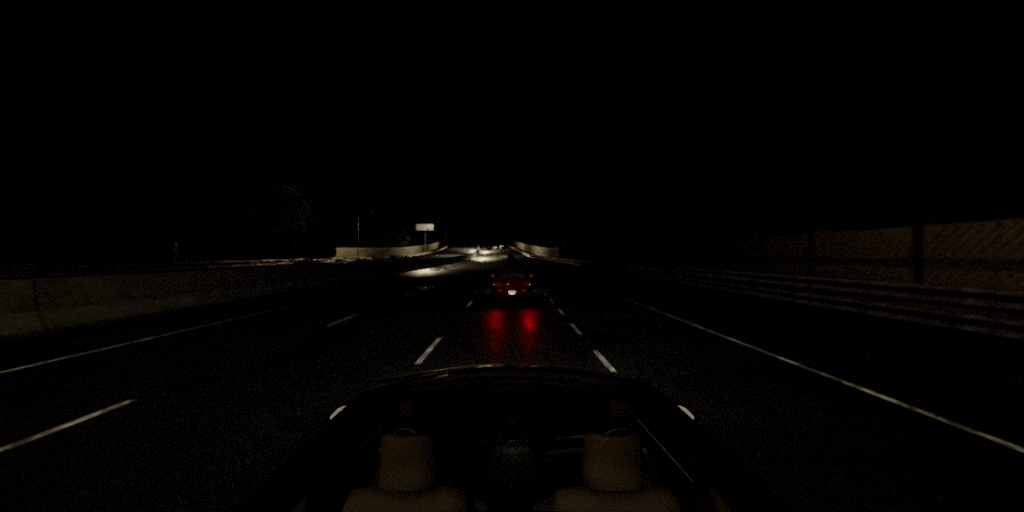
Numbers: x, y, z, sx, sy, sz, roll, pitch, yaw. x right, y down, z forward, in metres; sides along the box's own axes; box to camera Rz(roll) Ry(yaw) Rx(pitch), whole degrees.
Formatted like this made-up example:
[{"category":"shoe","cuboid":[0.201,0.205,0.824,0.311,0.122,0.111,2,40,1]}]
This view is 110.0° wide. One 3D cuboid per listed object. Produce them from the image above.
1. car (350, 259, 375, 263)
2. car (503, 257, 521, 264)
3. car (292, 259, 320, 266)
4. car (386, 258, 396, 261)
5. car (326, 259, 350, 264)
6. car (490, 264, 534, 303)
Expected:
[{"category":"car","cuboid":[-21.048,1.102,51.570,1.994,1.385,4.181,0,0,1]},{"category":"car","cuboid":[-0.002,1.144,40.204,1.812,1.442,4.674,0,0,0]},{"category":"car","cuboid":[-28.048,1.123,48.928,1.994,1.385,4.181,0,0,1]},{"category":"car","cuboid":[-17.551,1.064,51.581,1.812,1.442,4.674,0,0,1]},{"category":"car","cuboid":[-24.544,1.143,51.106,1.895,1.301,4.718,0,0,1]},{"category":"car","cuboid":[-0.001,1.254,16.394,1.812,1.442,4.674,0,0,0]}]
